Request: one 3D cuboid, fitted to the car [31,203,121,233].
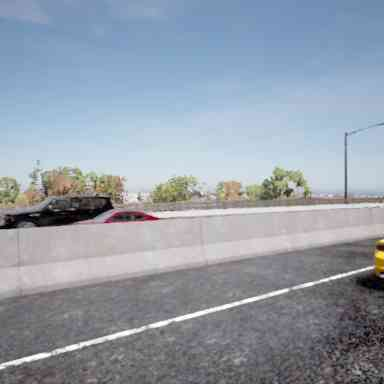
[{"bbox_3d":[-7.039,1.481,20.443,4.892,1.490,1.837,0,0,-35],"label":"car"}]

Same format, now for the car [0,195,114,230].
[{"bbox_3d":[-6.468,1.204,16.562,5.566,2.045,2.150,0,0,-35],"label":"car"}]

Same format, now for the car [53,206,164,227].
[{"bbox_3d":[-3.288,1.504,14.523,4.674,1.442,1.812,0,0,-35],"label":"car"}]

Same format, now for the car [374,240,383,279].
[{"bbox_3d":[6.576,1.446,8.390,5.008,1.535,1.882,0,0,-35],"label":"car"}]
